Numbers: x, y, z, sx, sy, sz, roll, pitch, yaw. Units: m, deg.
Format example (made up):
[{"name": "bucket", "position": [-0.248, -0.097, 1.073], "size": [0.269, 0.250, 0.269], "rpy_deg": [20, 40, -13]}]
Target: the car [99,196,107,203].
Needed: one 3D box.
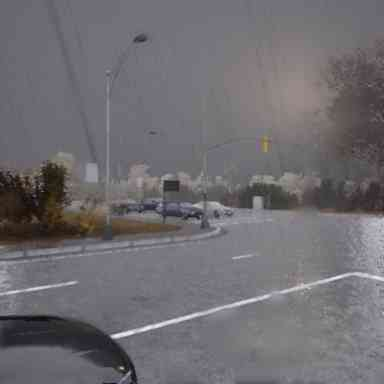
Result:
[{"name": "car", "position": [-17.493, 1.568, 65.986], "size": [2.033, 1.411, 5.357], "rpy_deg": [0, 0, -38]}]

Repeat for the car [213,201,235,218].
[{"name": "car", "position": [1.814, 1.541, 30.552], "size": [1.812, 1.442, 4.674], "rpy_deg": [0, 0, -39]}]

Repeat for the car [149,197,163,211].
[{"name": "car", "position": [-3.793, 1.367, 37.510], "size": [2.097, 1.767, 4.553], "rpy_deg": [0, 0, -39]}]

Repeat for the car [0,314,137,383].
[{"name": "car", "position": [-2.667, 1.491, 1.844], "size": [4.902, 1.511, 2.128], "rpy_deg": [0, 0, -35]}]

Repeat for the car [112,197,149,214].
[{"name": "car", "position": [-7.030, 1.517, 35.948], "size": [1.837, 1.490, 4.892], "rpy_deg": [0, 0, -39]}]

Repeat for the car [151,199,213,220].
[{"name": "car", "position": [-0.971, 1.560, 28.398], "size": [2.033, 1.411, 5.357], "rpy_deg": [0, 0, -39]}]
